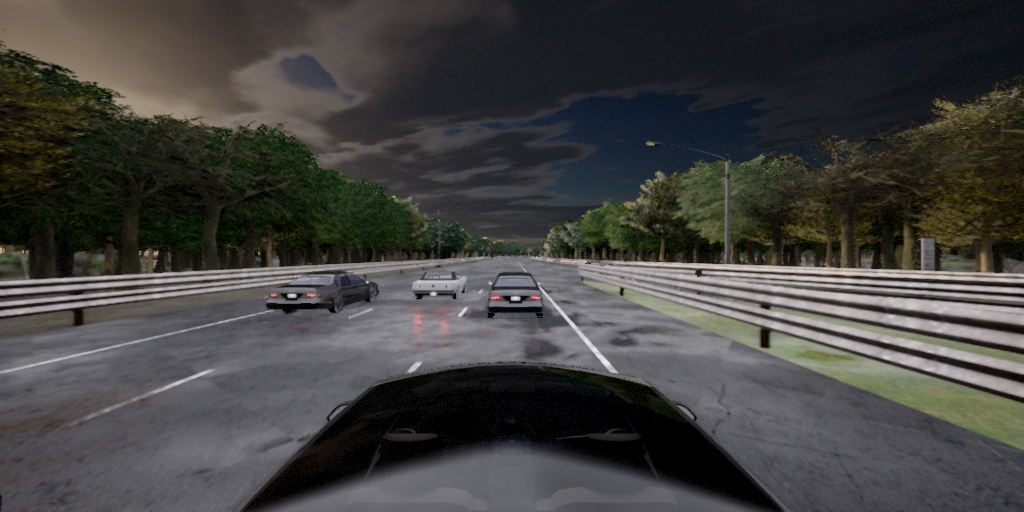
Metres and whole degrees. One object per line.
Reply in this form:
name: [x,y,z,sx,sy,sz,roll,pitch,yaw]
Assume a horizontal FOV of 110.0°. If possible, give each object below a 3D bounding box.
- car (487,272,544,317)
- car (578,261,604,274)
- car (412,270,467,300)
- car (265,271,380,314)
car: [0.105,1.294,13.042,2.033,1.411,5.357,0,0,0]
car: [9.239,1.326,41.557,1.812,1.442,4.674,0,0,-11]
car: [-3.393,1.347,17.740,1.895,1.301,4.718,0,0,0]
car: [-6.897,1.295,13.757,2.033,1.411,5.357,0,0,0]
